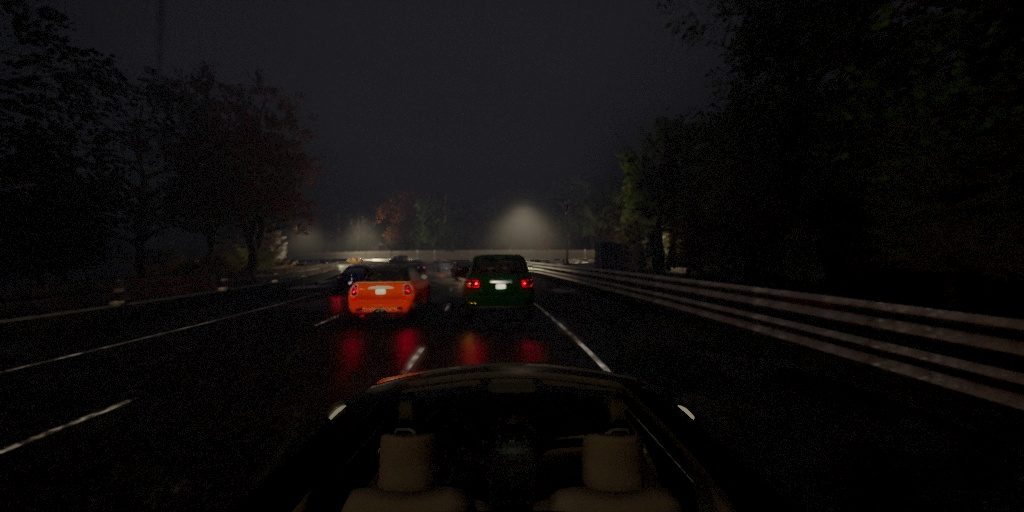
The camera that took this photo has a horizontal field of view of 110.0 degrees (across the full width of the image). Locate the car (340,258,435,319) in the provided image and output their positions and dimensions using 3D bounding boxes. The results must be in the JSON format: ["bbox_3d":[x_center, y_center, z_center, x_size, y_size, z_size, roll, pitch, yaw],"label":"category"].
[{"bbox_3d":[-4.201,1.095,12.948,2.097,1.767,4.553,0,0,-6],"label":"car"}]

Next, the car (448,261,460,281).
[{"bbox_3d":[-4.041,1.189,30.298,1.882,1.535,5.008,0,0,-15],"label":"car"}]

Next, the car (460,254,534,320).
[{"bbox_3d":[-0.605,0.953,12.826,2.150,2.045,5.566,0,0,-6],"label":"car"}]

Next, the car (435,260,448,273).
[{"bbox_3d":[-8.438,1.227,43.647,1.812,1.442,4.674,0,0,-22],"label":"car"}]

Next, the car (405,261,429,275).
[{"bbox_3d":[-10.780,1.263,40.286,2.033,1.411,5.357,0,0,-21],"label":"car"}]

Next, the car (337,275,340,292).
[{"bbox_3d":[-9.044,1.270,21.418,1.812,1.442,4.674,0,0,-11],"label":"car"}]
